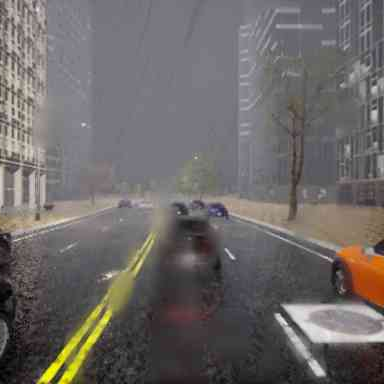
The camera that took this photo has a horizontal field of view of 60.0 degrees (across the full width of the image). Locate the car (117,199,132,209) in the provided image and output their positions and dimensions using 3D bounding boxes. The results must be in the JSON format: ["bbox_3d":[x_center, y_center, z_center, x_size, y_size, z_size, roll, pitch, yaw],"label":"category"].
[{"bbox_3d":[-10.051,1.803,50.081,2.033,1.411,5.357,0,0,-7],"label":"car"}]

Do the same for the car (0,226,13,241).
[{"bbox_3d":[-6.762,1.538,8.968,2.128,1.511,4.902,0,0,-2],"label":"car"}]

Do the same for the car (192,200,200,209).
[{"bbox_3d":[0.681,1.737,43.883,1.812,1.442,4.674,0,0,-7],"label":"car"}]

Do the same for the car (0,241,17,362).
[{"bbox_3d":[-3.406,1.542,3.020,1.812,1.442,4.674,0,0,-1],"label":"car"}]

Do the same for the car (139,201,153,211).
[{"bbox_3d":[-6.069,1.821,44.115,1.895,1.301,4.718,0,0,-7],"label":"car"}]

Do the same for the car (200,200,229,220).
[{"bbox_3d":[2.082,1.664,29.796,1.812,1.442,4.674,0,0,-5],"label":"car"}]

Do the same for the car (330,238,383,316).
[{"bbox_3d":[4.180,1.374,5.653,2.097,1.767,4.553,0,0,-1],"label":"car"}]

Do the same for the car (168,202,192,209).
[{"bbox_3d":[-1.341,1.677,31.750,1.812,1.442,4.674,0,0,-5],"label":"car"}]

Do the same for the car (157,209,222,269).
[{"bbox_3d":[-0.126,1.556,11.336,1.837,1.490,4.892,0,0,-2],"label":"car"}]
